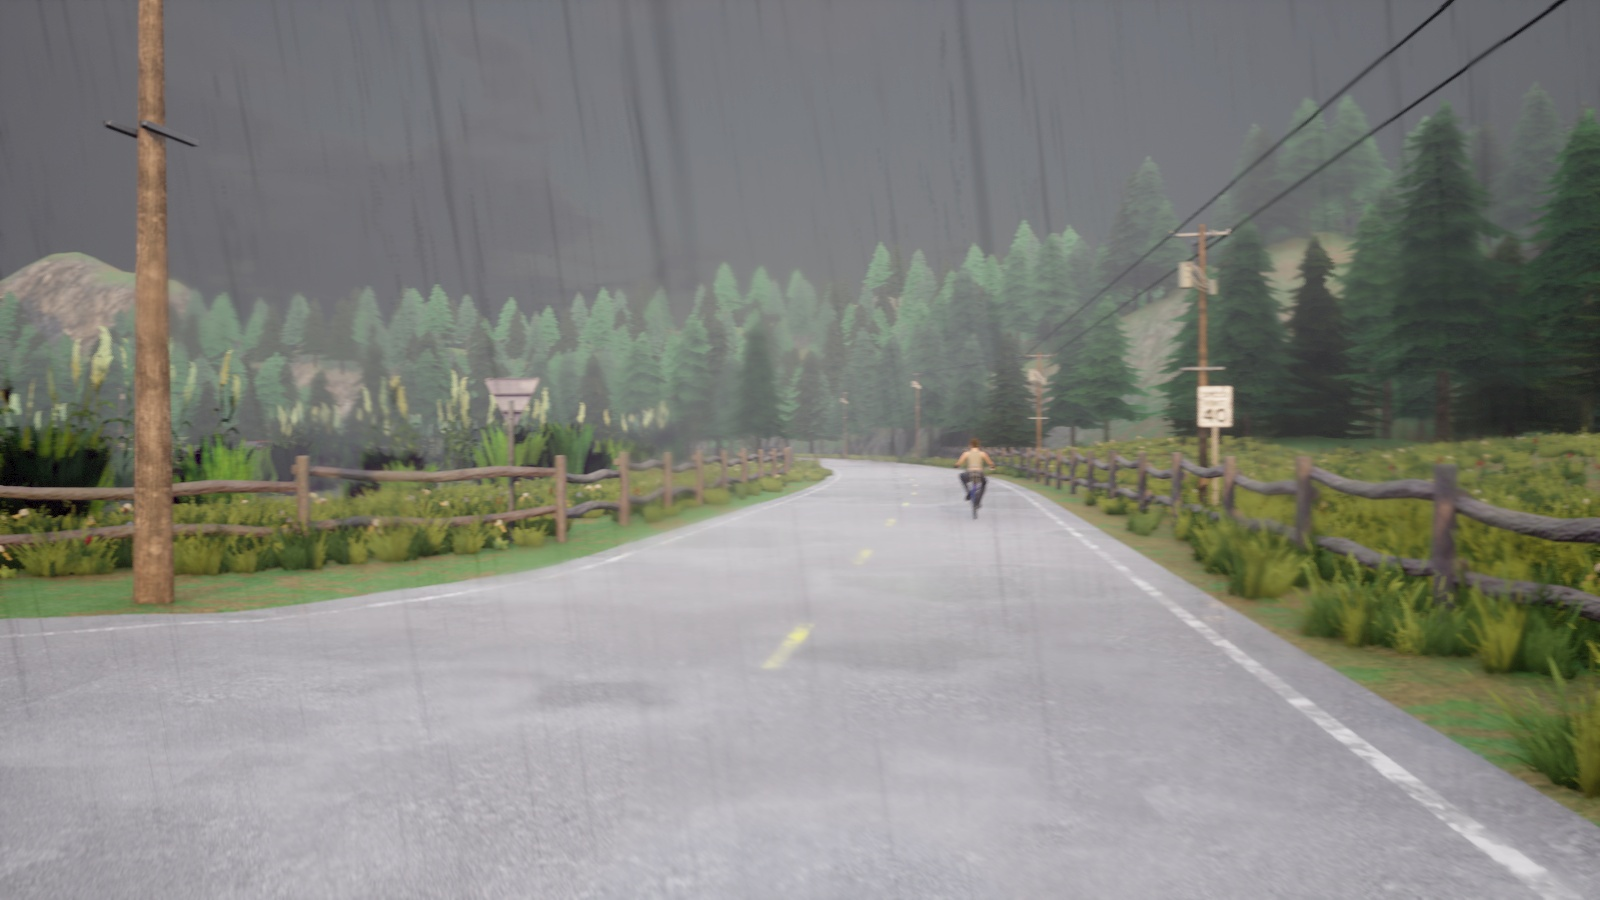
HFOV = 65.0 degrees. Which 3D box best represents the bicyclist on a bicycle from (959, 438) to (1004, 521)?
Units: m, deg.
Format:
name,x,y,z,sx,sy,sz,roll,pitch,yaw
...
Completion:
name,x,y,z,sx,sy,sz,roll,pitch,yaw
bicyclist on a bicycle,3.654,0.572,25.340,0.866,1.612,1.509,0,0,7
